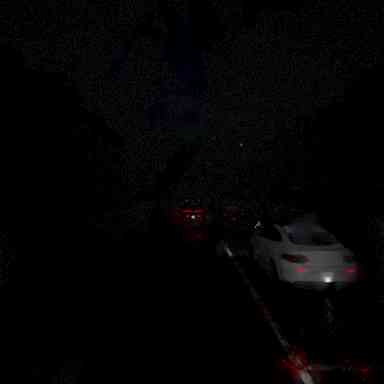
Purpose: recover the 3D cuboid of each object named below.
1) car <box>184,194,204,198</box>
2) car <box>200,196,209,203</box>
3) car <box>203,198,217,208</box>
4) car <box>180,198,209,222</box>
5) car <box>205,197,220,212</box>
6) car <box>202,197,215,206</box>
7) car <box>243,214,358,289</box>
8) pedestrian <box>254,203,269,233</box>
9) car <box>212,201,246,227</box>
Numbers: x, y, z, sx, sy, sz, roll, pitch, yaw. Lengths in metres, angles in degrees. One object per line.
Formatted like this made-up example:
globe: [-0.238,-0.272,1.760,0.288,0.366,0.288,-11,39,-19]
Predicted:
car: [0.119,1.258,43.524,2.150,2.045,5.566,0,0,0]
car: [2.680,1.650,71.652,1.887,1.381,4.507,-1,0,0]
car: [2.664,1.594,50.026,1.887,1.381,4.507,-1,0,0]
car: [0.096,1.519,26.120,1.837,1.490,4.892,0,1,0]
car: [2.656,1.594,39.213,1.947,1.339,4.313,-1,0,0]
car: [2.668,1.612,55.432,2.008,1.369,4.403,-1,0,0]
car: [2.756,1.528,9.068,1.812,1.442,4.674,0,0,0]
pedestrian: [2.551,1.297,11.893,0.375,1.860,0.375,-1,1,0]
car: [2.643,1.554,22.993,1.887,1.381,4.507,-1,0,0]
